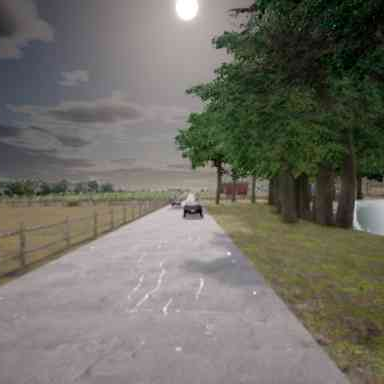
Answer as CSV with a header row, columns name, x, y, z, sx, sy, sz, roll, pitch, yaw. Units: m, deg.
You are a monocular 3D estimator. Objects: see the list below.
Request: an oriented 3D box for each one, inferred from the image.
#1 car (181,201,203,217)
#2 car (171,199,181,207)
name,x,y,z,sx,sy,sz,roll,pitch,yaw
car,0.091,1.647,34.152,1.882,1.535,5.008,0,0,0
car,-2.761,1.935,60.135,2.033,1.411,5.357,0,-1,0
